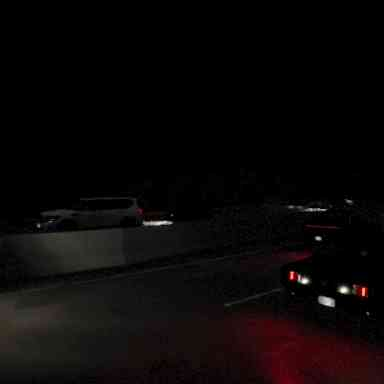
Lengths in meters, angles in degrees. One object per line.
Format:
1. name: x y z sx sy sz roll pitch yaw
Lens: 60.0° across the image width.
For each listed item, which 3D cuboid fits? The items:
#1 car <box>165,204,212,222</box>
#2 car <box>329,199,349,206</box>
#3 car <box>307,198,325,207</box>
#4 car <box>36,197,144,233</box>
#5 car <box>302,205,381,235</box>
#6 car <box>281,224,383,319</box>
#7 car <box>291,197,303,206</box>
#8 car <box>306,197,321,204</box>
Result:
1. car: -0.222 1.672 27.550 1.994 1.385 4.181 0 0 43
2. car: 18.322 1.703 41.290 1.837 1.490 4.892 0 0 29
3. car: 19.159 1.805 50.910 1.812 1.442 4.674 0 0 23
4. car: -5.281 1.284 17.861 5.566 2.045 2.150 0 0 -40
5. car: 6.512 1.535 14.181 4.902 1.511 2.128 0 0 -43
6. car: 4.057 1.619 7.208 4.718 1.301 1.895 0 0 -40
7. car: 19.780 1.756 62.952 2.097 1.767 4.553 0 -1 16
8. car: 29.770 2.102 81.554 2.128 1.511 4.902 0 -1 3
